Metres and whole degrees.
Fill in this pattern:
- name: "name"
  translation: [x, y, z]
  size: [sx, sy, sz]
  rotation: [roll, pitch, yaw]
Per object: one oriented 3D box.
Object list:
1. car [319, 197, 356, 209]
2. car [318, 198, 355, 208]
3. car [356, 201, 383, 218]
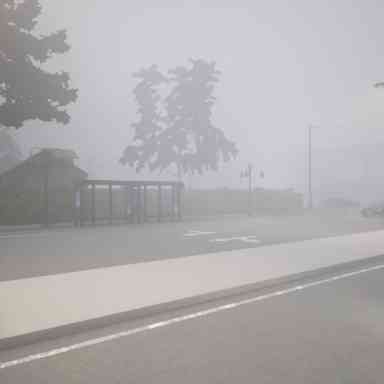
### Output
- name: "car"
  translation: [20.292, 1.509, 45.215]
  size: [1.837, 1.490, 4.892]
  rotation: [0, 0, -35]
- name: "car"
  translation: [21.501, 1.605, 49.591]
  size: [1.895, 1.301, 4.718]
  rotation: [0, 0, -35]
- name: "car"
  translation: [17.136, 1.529, 29.877]
  size: [4.674, 1.442, 1.812]
  rotation: [0, 0, -33]
